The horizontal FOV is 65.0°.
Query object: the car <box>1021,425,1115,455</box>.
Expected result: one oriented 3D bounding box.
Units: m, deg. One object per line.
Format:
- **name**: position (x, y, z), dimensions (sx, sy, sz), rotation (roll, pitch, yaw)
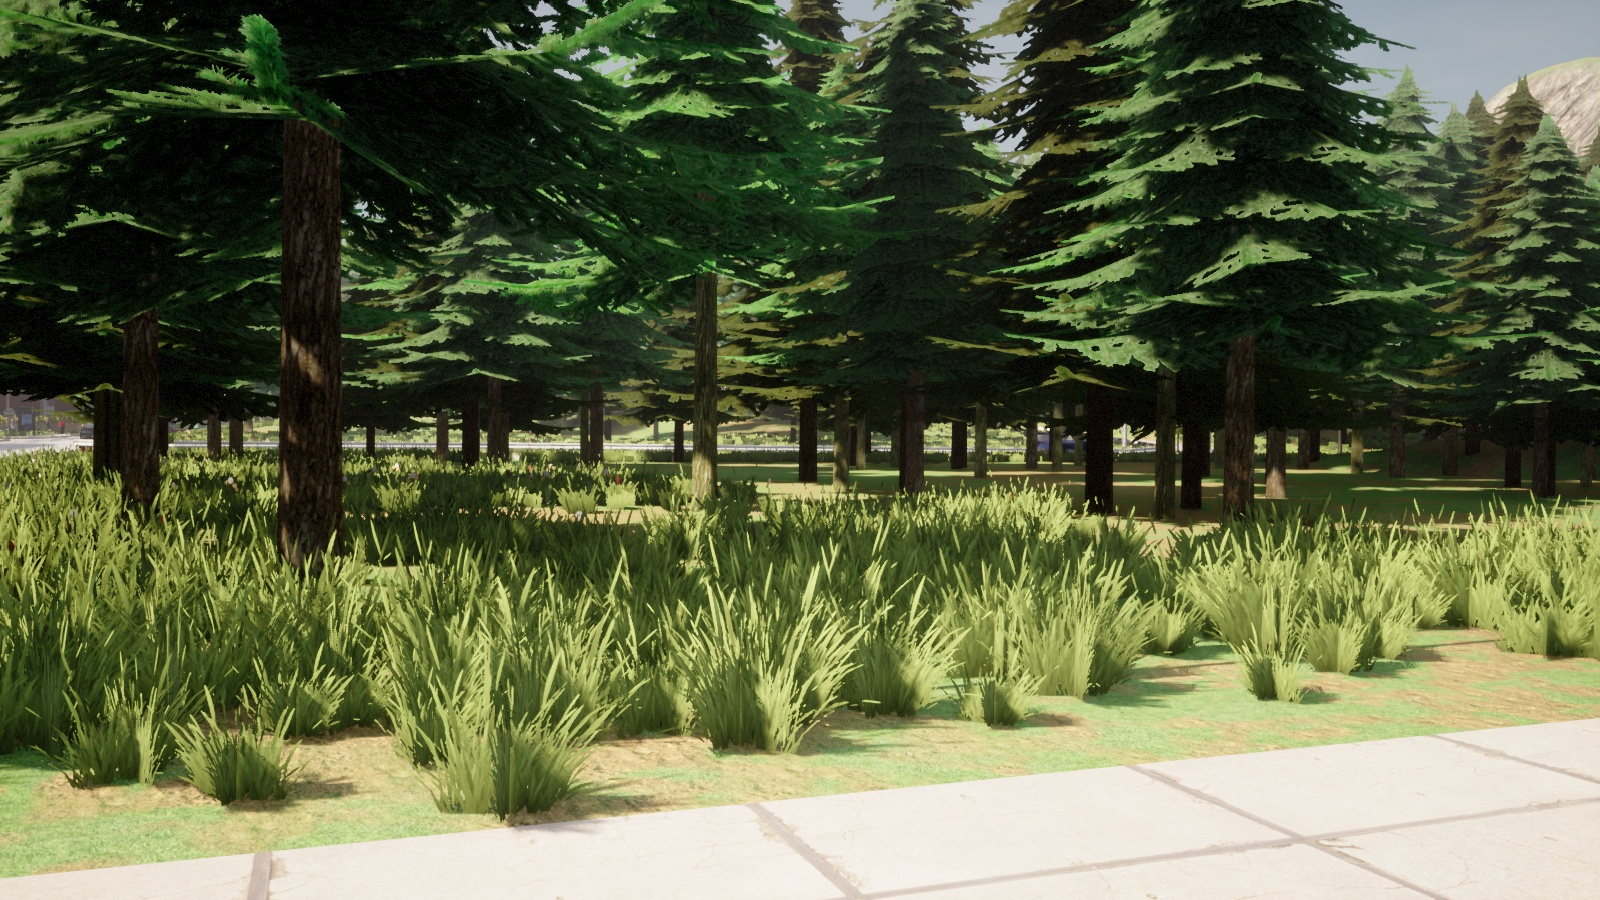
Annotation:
- **car**: position (15.093, -0.577, 70.702), dimensions (4.856, 1.649, 2.033), rotation (-1, 1, -22)
